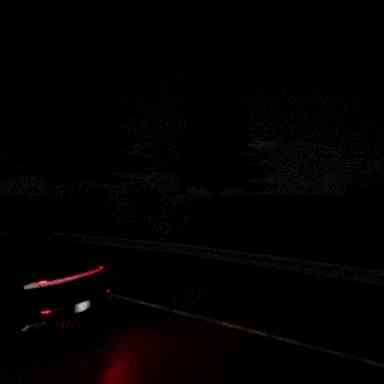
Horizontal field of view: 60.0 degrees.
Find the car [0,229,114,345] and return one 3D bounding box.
[{"bbox_3d":[-3.645,1.461,6.210,4.902,1.511,2.128,0,0,33],"label":"car"}]
